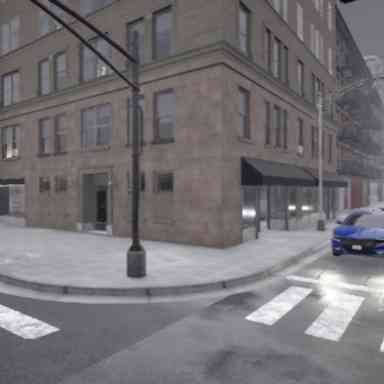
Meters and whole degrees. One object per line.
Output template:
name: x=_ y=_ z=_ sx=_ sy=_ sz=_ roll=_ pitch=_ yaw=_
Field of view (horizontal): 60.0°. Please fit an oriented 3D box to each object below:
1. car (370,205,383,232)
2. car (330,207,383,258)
car: x=12.442 y=1.581 z=20.566 sx=1.895 sy=1.301 sz=4.718 roll=0 pitch=0 yaw=35
car: x=6.661 y=1.467 z=12.449 sx=1.882 sy=1.535 sz=5.008 roll=0 pitch=0 yaw=37
